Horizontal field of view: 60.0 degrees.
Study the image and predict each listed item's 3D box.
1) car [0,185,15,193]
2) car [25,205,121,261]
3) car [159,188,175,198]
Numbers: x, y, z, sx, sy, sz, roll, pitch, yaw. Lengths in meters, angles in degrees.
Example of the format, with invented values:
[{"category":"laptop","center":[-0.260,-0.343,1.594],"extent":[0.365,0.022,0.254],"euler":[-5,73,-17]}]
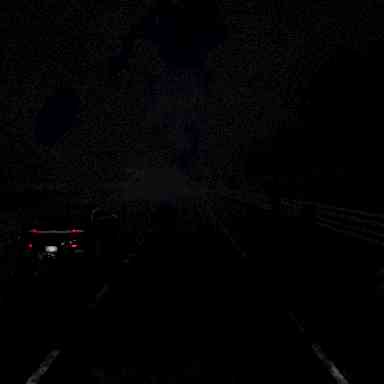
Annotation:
[{"category":"car","center":[-21.534,0.222,36.276],"extent":[2.150,2.045,5.566],"euler":[0,1,0]},{"category":"car","center":[-3.646,1.182,10.977],"extent":[2.128,1.511,4.902],"euler":[0,2,-1]},{"category":"car","center":[-4.200,0.155,53.470],"extent":[1.837,1.490,4.892],"euler":[0,1,-1]}]
